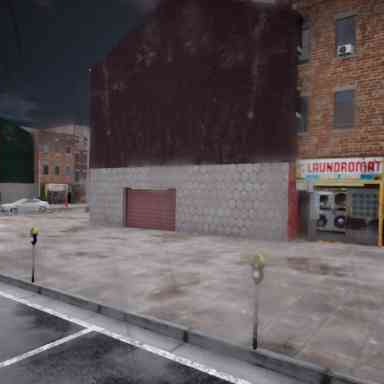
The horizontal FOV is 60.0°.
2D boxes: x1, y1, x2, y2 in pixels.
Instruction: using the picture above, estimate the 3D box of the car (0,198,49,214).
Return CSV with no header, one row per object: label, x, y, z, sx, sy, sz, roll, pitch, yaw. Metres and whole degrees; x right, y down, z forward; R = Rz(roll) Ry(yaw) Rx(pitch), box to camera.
car,-16.907,1.386,33.796,1.812,1.442,4.674,1,1,36
